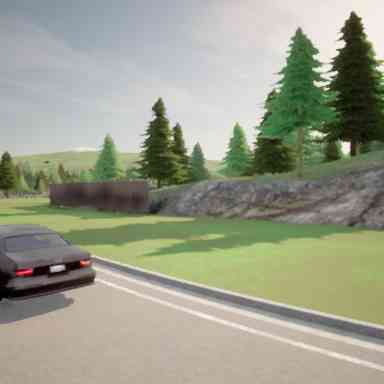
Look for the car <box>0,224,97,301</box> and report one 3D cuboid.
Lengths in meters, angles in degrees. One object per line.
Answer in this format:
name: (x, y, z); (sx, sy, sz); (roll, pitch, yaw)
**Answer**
car: (-4.389, 1.522, 8.219); (5.357, 1.411, 2.033); (0, 0, 45)
